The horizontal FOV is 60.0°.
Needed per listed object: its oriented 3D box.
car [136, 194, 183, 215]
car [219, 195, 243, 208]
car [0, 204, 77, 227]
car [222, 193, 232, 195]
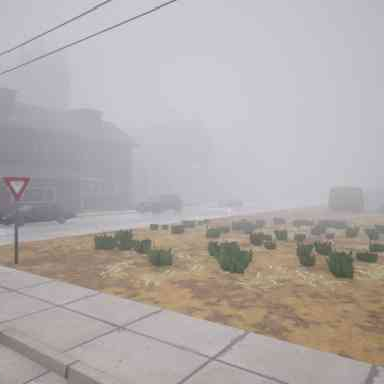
[{"bbox_3d":[-3.187,1.196,33.994,2.150,2.045,5.566,0,0,35],"label":"car"},{"bbox_3d":[5.488,1.499,46.402,1.812,1.442,4.674,0,0,35],"label":"car"},{"bbox_3d":[-10.726,1.521,23.115,2.033,1.411,5.357,0,0,35],"label":"car"},{"bbox_3d":[5.758,1.118,54.091,1.905,1.878,3.866,6,1,-8],"label":"car"}]
